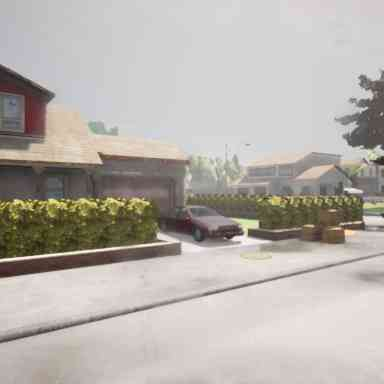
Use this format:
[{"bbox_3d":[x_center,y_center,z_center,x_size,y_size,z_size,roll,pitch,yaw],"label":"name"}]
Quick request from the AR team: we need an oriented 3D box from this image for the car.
[{"bbox_3d":[0.059,1.356,15.461,2.033,1.415,5.357,0,0,-33],"label":"car"}]
